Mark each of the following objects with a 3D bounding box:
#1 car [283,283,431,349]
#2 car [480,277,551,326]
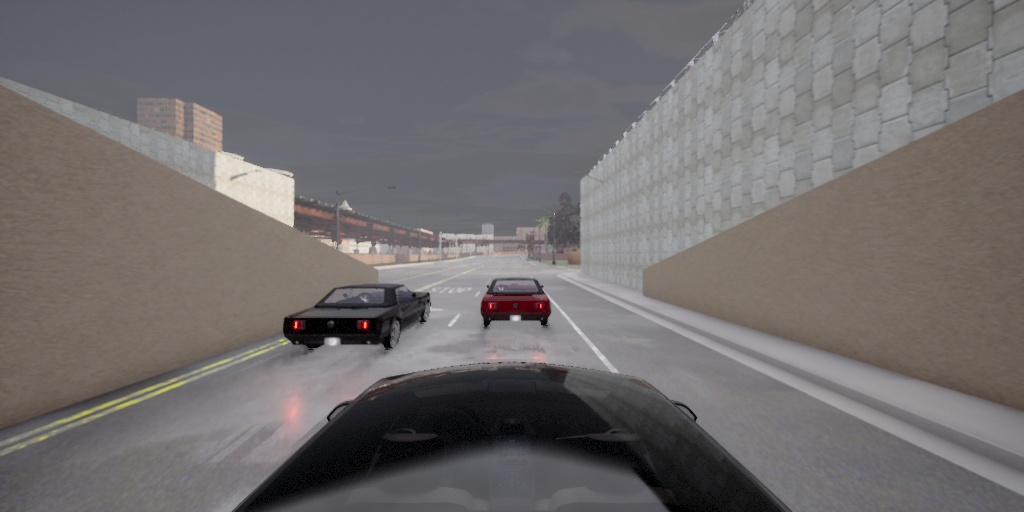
[{"bbox_3d":[-3.401,1.327,9.026,1.895,1.301,4.718,0,0,0],"label":"car"},{"bbox_3d":[0.098,1.318,11.528,1.895,1.301,4.718,0,0,0],"label":"car"}]
